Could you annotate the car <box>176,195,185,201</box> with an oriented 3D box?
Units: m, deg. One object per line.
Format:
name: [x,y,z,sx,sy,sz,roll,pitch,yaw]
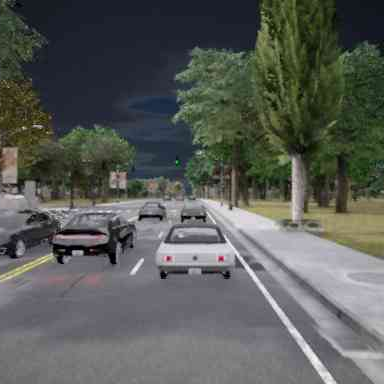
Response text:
car: [-3.240,1.747,88.159,1.994,1.385,4.181,0,0,0]

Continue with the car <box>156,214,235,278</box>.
car: [0.095,1.574,10.021,1.895,1.301,4.718,0,0,1]

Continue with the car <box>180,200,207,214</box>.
car: [0.103,1.550,25.477,1.895,1.301,4.718,0,0,0]

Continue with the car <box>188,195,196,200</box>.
car: [0.010,1.569,88.513,2.097,1.767,4.553,0,0,0]

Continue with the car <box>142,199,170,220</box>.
car: [-3.146,1.513,27.137,1.994,1.385,4.181,0,0,0]

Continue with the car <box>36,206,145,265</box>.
car: [-3.148,1.460,11.584,2.128,1.511,4.902,0,0,0]

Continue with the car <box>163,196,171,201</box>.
car: [-6.491,1.687,86.720,1.882,1.535,5.008,0,0,0]

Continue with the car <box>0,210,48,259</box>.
car: [-6.598,1.472,12.503,1.837,1.490,4.892,0,0,0]
